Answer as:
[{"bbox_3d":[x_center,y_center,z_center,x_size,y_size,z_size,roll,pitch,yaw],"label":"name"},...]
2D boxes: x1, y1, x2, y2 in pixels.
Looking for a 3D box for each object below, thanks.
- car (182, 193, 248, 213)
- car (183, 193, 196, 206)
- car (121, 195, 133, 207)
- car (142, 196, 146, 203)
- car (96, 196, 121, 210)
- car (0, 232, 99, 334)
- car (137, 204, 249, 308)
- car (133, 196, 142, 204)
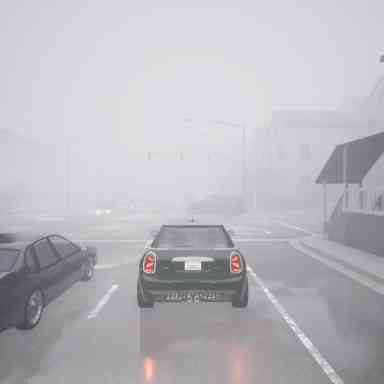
[{"bbox_3d":[2.231,1.231,29.837,5.566,2.045,2.150,0,1,27],"label":"car"},{"bbox_3d":[-0.465,1.221,56.442,2.150,2.045,5.566,0,0,-1],"label":"car"},{"bbox_3d":[-11.111,1.352,51.855,2.097,1.767,4.553,0,0,-1],"label":"car"},{"bbox_3d":[-11.225,1.521,72.197,2.128,1.511,4.902,0,0,-1],"label":"car"},{"bbox_3d":[-11.030,1.564,43.200,1.994,1.385,4.181,0,0,-1],"label":"car"},{"bbox_3d":[-3.486,1.547,6.823,2.033,1.411,5.357,0,0,0],"label":"car"},{"bbox_3d":[0.005,1.352,8.104,2.097,1.767,4.553,0,0,0],"label":"car"},{"bbox_3d":[-11.181,1.491,61.924,2.128,1.511,4.902,0,0,0],"label":"car"}]
